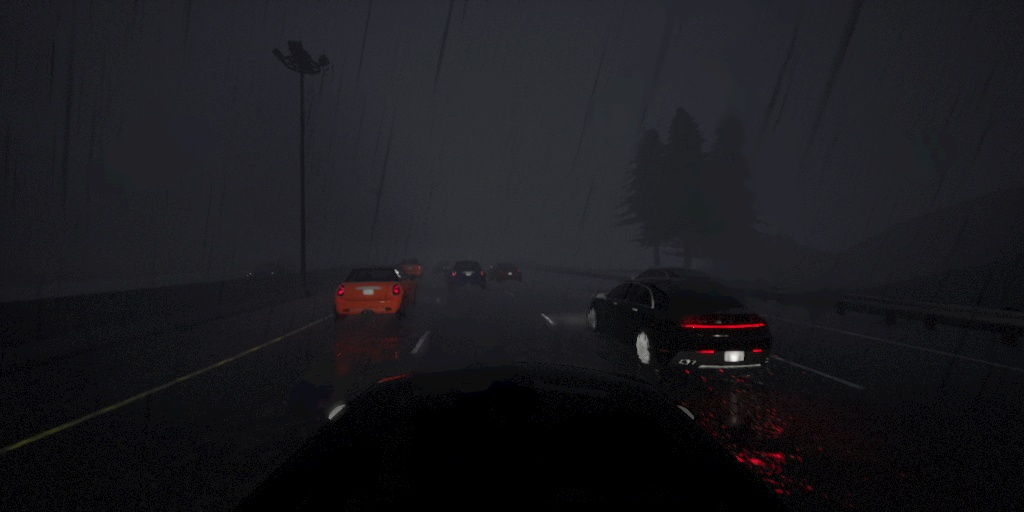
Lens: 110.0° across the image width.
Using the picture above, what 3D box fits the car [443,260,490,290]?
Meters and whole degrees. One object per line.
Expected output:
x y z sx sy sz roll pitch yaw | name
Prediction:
-2.914 1.043 22.117 2.097 1.767 4.553 0 0 -13 | car

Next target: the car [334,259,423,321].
-4.569 1.087 12.753 2.097 1.767 4.553 0 0 -8 | car

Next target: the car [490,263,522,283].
-0.625 1.223 27.390 1.994 1.385 4.181 0 0 -14 | car

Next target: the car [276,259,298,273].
-26.245 1.104 41.060 2.097 1.767 4.553 0 0 -15 | car

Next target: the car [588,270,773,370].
3.070 1.216 7.674 1.837 1.490 4.892 0 0 -5 | car

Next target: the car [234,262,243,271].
-35.610 1.324 48.878 2.033 1.411 5.357 0 0 -15 | car

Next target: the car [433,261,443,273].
-7.716 1.215 40.333 1.994 1.385 4.181 0 0 -15 | car

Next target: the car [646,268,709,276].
5.865 1.177 13.713 1.837 1.490 4.892 0 0 -8 | car

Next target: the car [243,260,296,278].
-19.254 1.285 28.741 1.812 1.442 4.674 0 0 -15 | car
